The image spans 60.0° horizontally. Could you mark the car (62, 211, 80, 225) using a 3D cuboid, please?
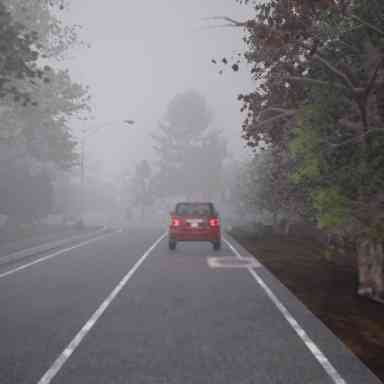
[{"bbox_3d":[-17.779,3.755,48.661,2.150,2.045,5.566,2,-5,-24],"label":"car"}]

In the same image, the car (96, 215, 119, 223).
[{"bbox_3d":[-16.634,5.352,65.669,1.882,1.535,5.008,-4,-4,35],"label":"car"}]

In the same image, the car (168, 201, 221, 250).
[{"bbox_3d":[0.116,1.450,15.479,2.150,2.045,5.566,0,-2,0],"label":"car"}]

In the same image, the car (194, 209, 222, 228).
[{"bbox_3d":[1.653,2.610,32.998,2.097,1.767,4.553,-1,-5,12],"label":"car"}]
